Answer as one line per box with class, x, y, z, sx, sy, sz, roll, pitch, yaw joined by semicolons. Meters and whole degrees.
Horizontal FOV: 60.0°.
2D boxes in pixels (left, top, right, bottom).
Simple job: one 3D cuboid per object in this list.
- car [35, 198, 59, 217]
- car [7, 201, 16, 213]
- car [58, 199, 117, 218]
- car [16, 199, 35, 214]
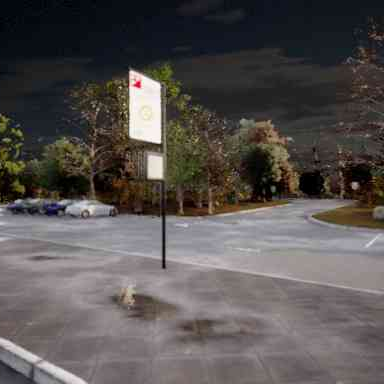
car;-11.174;1.384;30.527;2.097;1.535;5.008;0;0;36
car;-16.507;1.405;34.328;2.002;1.452;4.674;0;0;36
car;-8.617;1.433;28.690;2.002;1.452;4.674;0;0;36
car;-13.843;1.376;32.421;2.231;1.521;4.892;0;0;36
